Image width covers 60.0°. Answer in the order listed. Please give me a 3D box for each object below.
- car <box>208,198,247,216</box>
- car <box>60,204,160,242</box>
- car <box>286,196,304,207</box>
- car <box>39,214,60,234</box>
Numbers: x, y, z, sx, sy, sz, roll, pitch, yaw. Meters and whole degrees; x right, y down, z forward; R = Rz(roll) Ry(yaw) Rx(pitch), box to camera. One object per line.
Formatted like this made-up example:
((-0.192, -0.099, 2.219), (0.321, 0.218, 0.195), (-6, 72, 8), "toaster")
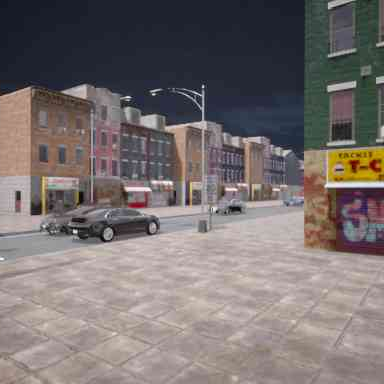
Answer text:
((3.291, 1.334, 30.671), (2.128, 1.511, 4.902), (0, 1, 36), "car")
((-3.580, 1.442, 16.193), (1.837, 1.490, 4.892), (0, 0, 36), "car")
((14.685, 1.295, 46.411), (1.812, 1.442, 4.674), (0, 0, 36), "car")
((-5.739, 1.428, 18.071), (1.837, 1.490, 4.892), (0, 1, 35), "car")
